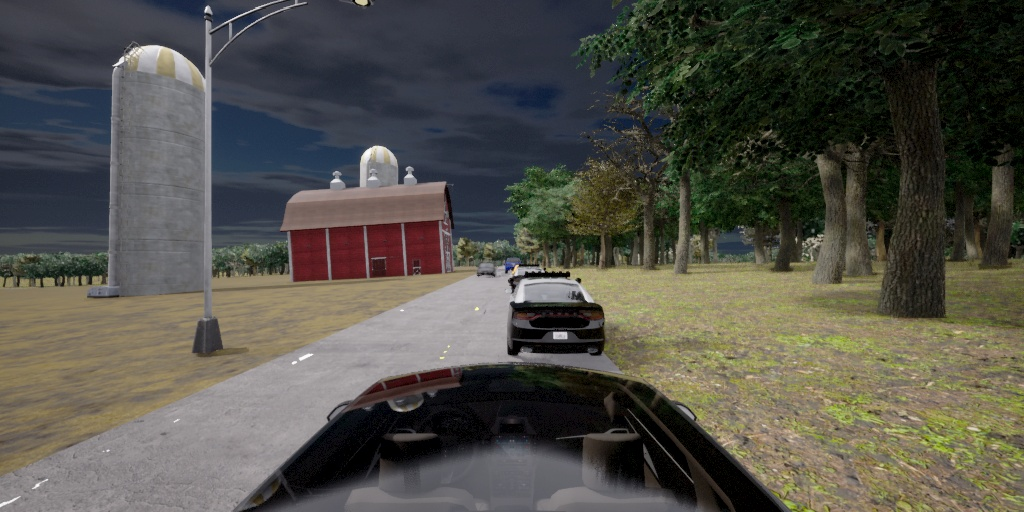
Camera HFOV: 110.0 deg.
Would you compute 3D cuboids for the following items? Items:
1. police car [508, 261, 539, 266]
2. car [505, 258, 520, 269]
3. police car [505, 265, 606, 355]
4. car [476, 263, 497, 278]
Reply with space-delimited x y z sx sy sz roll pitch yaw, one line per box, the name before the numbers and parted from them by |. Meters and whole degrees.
police car | 0.888 1.231 18.832 1.930 1.638 5.238 0 0 0
car | 0.207 1.265 47.309 2.150 2.045 5.566 0 0 0
police car | 0.851 1.187 8.828 1.930 1.638 5.238 0 0 0
car | -2.617 1.463 37.613 1.837 1.490 4.892 0 -1 0
